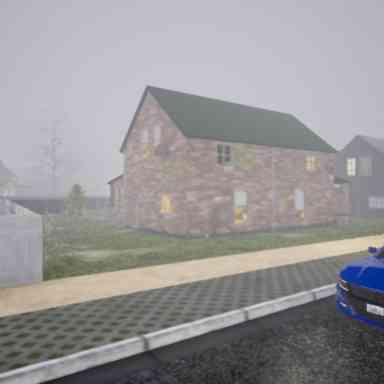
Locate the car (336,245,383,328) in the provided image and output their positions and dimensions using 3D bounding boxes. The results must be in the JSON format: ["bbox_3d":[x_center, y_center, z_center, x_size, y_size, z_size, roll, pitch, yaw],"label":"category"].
[{"bbox_3d":[4.817,1.533,6.499,5.008,1.535,1.882,1,0,-35],"label":"car"}]
